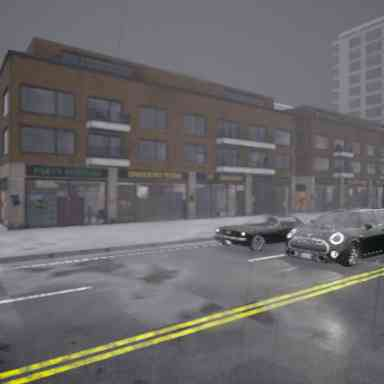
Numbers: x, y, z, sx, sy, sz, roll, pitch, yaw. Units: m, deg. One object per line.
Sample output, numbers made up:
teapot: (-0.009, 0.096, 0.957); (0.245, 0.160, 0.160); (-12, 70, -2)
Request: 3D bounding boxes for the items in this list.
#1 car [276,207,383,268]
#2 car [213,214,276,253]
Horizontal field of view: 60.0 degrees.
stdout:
car: (5.314, 1.362, 11.467); (4.553, 1.767, 2.097); (0, 0, -35)
car: (3.194, 1.611, 13.948); (4.718, 1.301, 1.895); (0, 0, -35)
